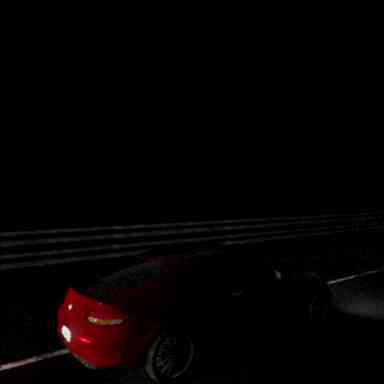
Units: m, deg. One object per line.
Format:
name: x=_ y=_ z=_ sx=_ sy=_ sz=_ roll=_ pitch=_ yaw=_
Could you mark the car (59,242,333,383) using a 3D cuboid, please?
car: x=0.346 y=1.565 z=5.409 sx=4.674 sy=1.442 sz=1.812 roll=1 pitch=0 yaw=-35
